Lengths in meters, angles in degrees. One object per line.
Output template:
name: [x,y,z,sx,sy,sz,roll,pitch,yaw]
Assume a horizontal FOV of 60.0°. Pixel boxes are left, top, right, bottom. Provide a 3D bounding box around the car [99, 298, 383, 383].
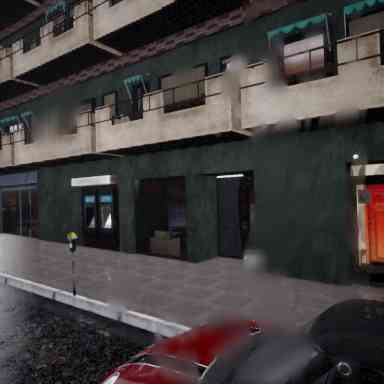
car: [1.116,1.441,1.959,4.097,1.590,1.967,0,-2,36]
